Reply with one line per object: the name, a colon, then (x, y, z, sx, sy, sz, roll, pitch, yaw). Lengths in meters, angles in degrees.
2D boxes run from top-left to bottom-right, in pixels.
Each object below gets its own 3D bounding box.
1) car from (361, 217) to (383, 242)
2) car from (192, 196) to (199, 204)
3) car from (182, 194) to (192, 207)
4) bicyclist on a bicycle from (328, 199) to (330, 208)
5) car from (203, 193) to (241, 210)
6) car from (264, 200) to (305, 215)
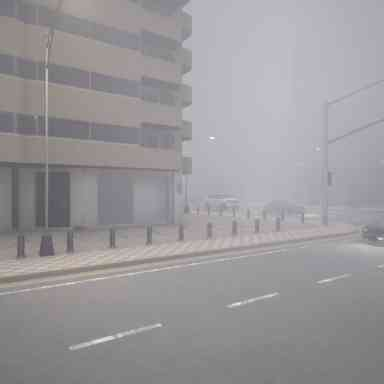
car: (10.028, 1.544, 15.399, 5.357, 1.411, 2.033, 0, 0, -35)
car: (-0.697, 1.449, 60.622, 1.837, 1.490, 4.892, 0, 0, -34)
car: (-2.578, 1.436, 50.839, 2.128, 1.511, 4.902, 0, 0, -35)
bicyclist on a bicycle: (17.404, 1.245, 43.090, 1.656, 1.620, 0.582, 0, 0, -35)
car: (3.673, 1.168, 41.835, 2.150, 2.045, 5.566, 0, 0, -35)
car: (9.334, 1.509, 33.803, 1.994, 1.385, 4.181, 0, 0, -35)
